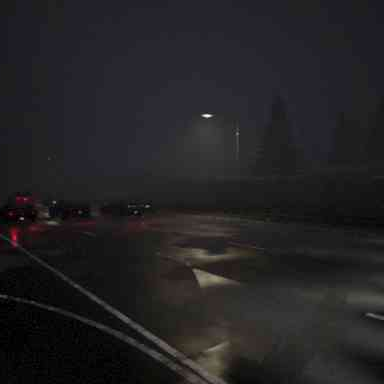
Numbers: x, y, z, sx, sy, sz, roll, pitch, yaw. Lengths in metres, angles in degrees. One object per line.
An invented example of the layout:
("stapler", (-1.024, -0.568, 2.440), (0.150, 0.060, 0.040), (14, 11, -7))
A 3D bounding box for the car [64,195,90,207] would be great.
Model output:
("car", (-15.287, 1.145, 44.179), (1.994, 1.385, 4.181), (-1, 1, -38))

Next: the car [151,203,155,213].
("car", (-5.204, 1.249, 31.141), (1.994, 1.385, 4.181), (-1, 1, -38))

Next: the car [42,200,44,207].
("car", (-16.737, 1.227, 40.332), (1.895, 1.301, 4.718), (-1, 1, -38))

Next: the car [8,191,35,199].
("car", (-19.928, 0.875, 38.731), (2.150, 2.045, 5.566), (-1, 1, -38))

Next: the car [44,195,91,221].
("car", (-9.261, 1.242, 24.943), (1.882, 1.535, 5.008), (-1, 1, -38))

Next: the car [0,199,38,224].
("car", (-12.205, 1.395, 23.031), (1.895, 1.301, 4.718), (-1, 1, -38))

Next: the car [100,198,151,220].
("car", (-5.531, 1.234, 25.841), (2.128, 1.511, 4.902), (-1, 1, -38))
